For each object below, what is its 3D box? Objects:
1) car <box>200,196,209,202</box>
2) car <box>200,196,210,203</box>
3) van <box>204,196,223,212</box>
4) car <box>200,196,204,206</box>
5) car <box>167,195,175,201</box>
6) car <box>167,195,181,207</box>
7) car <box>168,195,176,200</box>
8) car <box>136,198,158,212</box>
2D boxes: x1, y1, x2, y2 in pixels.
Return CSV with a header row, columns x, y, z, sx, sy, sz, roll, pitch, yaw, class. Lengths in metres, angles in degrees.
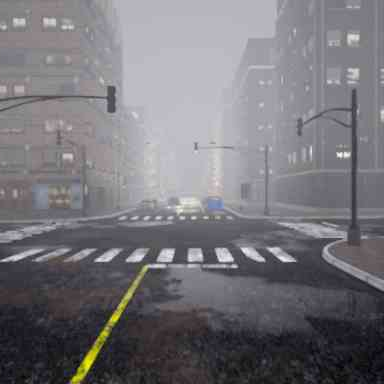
x,y,z,sx,sy,sz,roll,pitch,yaw,class
2.565,1.523,71.608,1.802,1.307,4.206,0,0,0,car
2.565,1.473,66.178,1.752,1.417,4.829,0,0,0,car
2.564,1.317,38.005,1.690,1.788,3.998,0,0,0,van
2.564,1.526,54.807,1.947,1.339,4.313,0,0,0,car
-5.283,1.507,82.894,1.802,1.307,4.206,0,0,0,car
-2.751,1.450,51.820,1.882,1.535,5.008,0,0,0,car
-5.283,1.482,88.494,1.947,1.339,4.313,0,0,0,car
-5.283,1.557,38.167,1.802,1.307,4.206,0,0,0,car
